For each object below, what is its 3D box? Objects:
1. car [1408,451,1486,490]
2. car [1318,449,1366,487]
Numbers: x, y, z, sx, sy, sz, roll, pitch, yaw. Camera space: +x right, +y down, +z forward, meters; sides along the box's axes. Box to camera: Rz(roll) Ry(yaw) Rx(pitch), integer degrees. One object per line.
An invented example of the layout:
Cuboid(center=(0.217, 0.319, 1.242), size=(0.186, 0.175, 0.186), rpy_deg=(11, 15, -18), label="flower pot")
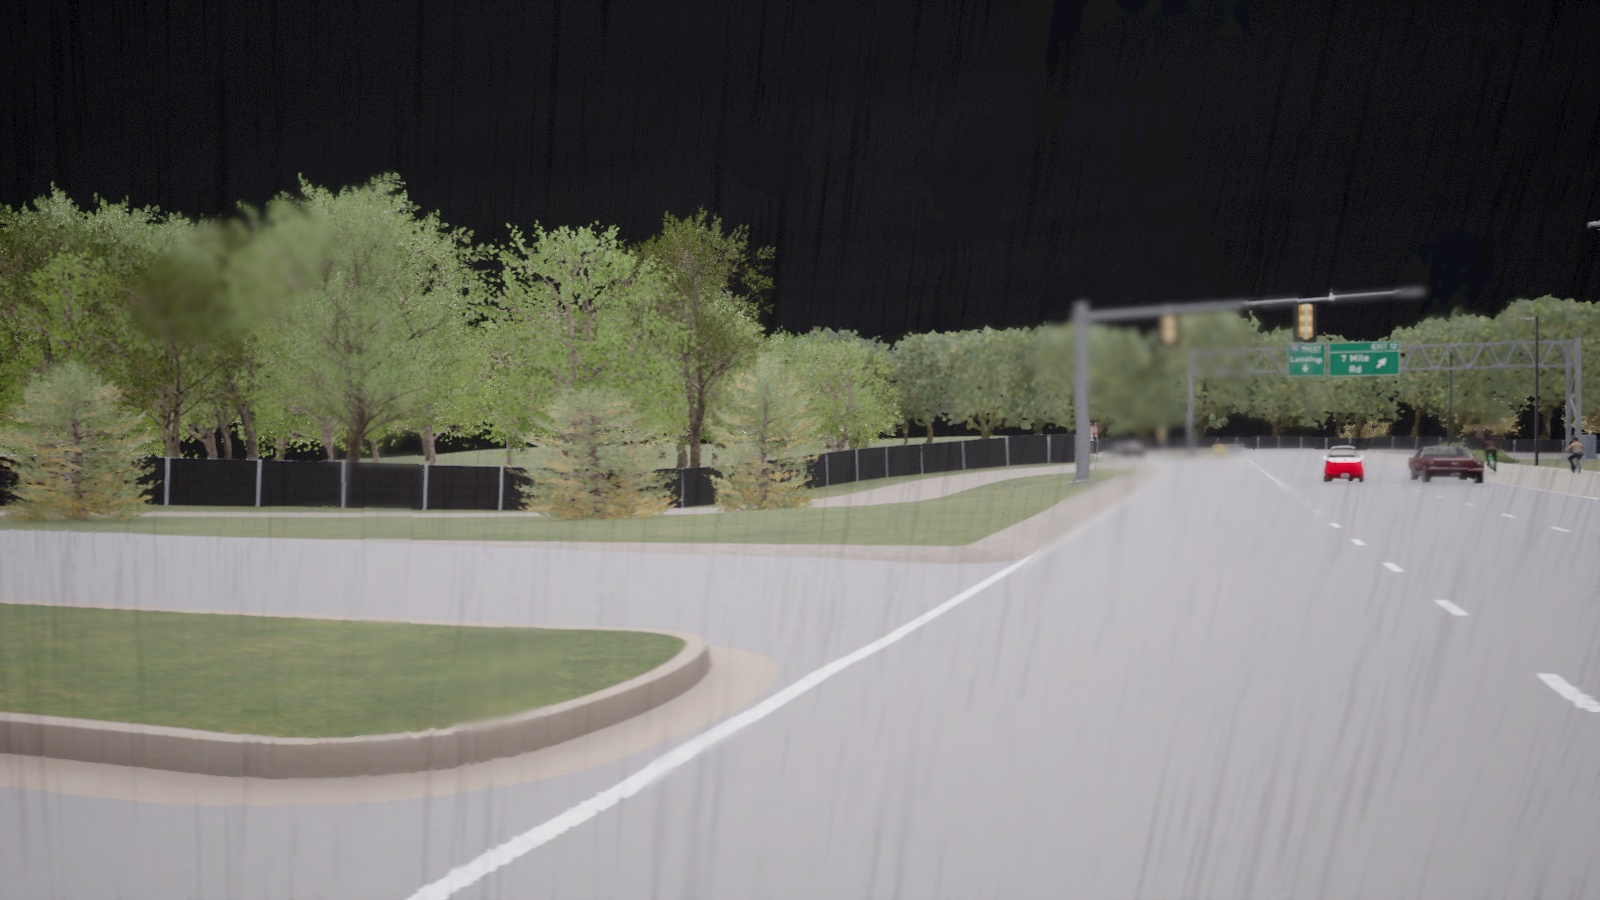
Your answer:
Cuboid(center=(23.733, 0.722, 46.217), size=(1.895, 1.301, 4.718), rpy_deg=(0, 0, 19), label="car")
Cuboid(center=(20.437, 0.670, 47.396), size=(1.481, 1.376, 2.207), rpy_deg=(0, 0, 19), label="car")
